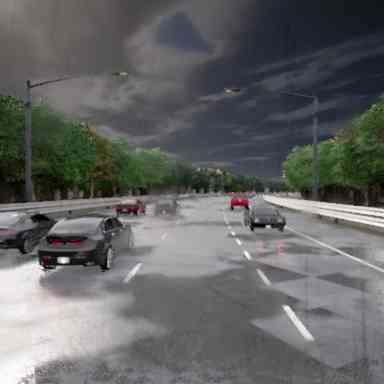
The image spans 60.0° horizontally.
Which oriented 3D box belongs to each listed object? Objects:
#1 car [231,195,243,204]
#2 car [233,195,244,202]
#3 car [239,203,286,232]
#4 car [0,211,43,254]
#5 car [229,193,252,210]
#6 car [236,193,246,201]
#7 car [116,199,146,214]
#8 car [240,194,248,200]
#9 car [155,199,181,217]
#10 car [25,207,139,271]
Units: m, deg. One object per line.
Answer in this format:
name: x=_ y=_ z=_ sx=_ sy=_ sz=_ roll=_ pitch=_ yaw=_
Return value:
car: x=8.068 y=1.329 z=59.292 sx=2.163 sy=1.488 sz=4.792 roll=0 pitch=0 yaw=9
car: x=9.809 y=1.343 z=69.794 sx=2.033 sy=1.411 sz=5.357 roll=0 pitch=0 yaw=10
car: x=4.173 y=1.543 z=19.871 sx=1.895 sy=1.301 sz=4.718 roll=0 pitch=0 yaw=3
car: x=-6.621 y=1.481 z=13.091 sx=1.812 sy=1.442 sz=4.674 roll=0 pitch=0 yaw=2
car: x=5.930 y=1.098 z=41.817 sx=2.150 sy=2.045 sz=5.566 roll=0 pitch=0 yaw=6
car: x=11.833 y=1.199 z=80.275 sx=2.033 sy=1.649 sz=4.856 roll=0 pitch=0 yaw=12
car: x=-5.601 y=1.381 z=31.126 sx=1.882 sy=1.535 sz=5.008 roll=0 pitch=0 yaw=4
car: x=14.135 y=1.223 z=90.699 sx=1.882 sy=1.535 sz=5.008 roll=0 pitch=0 yaw=13
car: x=-2.166 y=1.413 z=30.123 sx=1.837 sy=1.490 sz=4.892 roll=0 pitch=0 yaw=4
car: x=-3.192 y=1.469 z=10.837 sx=1.837 sy=1.490 sz=4.892 roll=0 pitch=0 yaw=2
